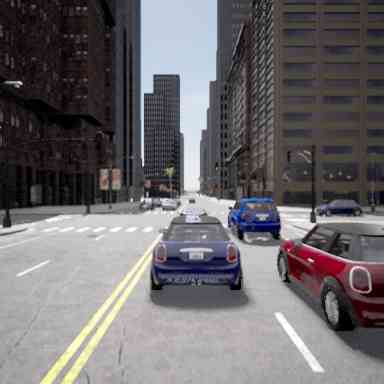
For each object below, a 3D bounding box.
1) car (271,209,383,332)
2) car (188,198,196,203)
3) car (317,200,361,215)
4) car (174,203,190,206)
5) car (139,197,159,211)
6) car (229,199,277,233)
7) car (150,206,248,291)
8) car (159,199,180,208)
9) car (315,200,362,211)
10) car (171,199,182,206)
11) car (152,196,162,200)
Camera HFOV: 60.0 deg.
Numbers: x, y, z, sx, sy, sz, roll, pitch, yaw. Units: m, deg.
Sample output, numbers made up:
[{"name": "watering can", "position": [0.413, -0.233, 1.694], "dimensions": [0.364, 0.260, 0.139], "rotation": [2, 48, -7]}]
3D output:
[{"name": "car", "position": [3.348, 1.422, 7.120], "dimensions": [2.097, 1.767, 4.553], "rotation": [0, -1, 0]}, {"name": "car", "position": [0.020, 2.380, 90.469], "dimensions": [1.837, 1.490, 4.892], "rotation": [0, -1, 0]}, {"name": "car", "position": [16.687, 1.711, 37.810], "dimensions": [4.097, 1.590, 1.967], "rotation": [0, 0, 0]}, {"name": "car", "position": [0.102, 1.690, 20.908], "dimensions": [2.128, 1.511, 4.902], "rotation": [0, -1, 0]}, {"name": "car", "position": [-6.584, 1.959, 49.120], "dimensions": [2.128, 1.511, 4.902], "rotation": [0, -1, 0]}, {"name": "car", "position": [3.345, 1.399, 18.637], "dimensions": [2.150, 2.045, 5.566], "rotation": [0, 0, -1]}, {"name": "car", "position": [0.098, 1.443, 9.424], "dimensions": [2.097, 1.767, 4.553], "rotation": [0, -1, 0]}, {"name": "car", "position": [-3.334, 2.074, 49.766], "dimensions": [1.895, 1.301, 4.718], "rotation": [0, -1, 3]}, {"name": "car", "position": [15.361, 1.637, 35.110], "dimensions": [4.553, 1.767, 2.097], "rotation": [0, 0, -1]}, {"name": "car", "position": [-3.234, 2.218, 68.994], "dimensions": [1.994, 1.385, 4.181], "rotation": [0, -1, 0]}, {"name": "car", "position": [-6.552, 1.921, 59.580], "dimensions": [2.097, 1.767, 4.553], "rotation": [0, -1, 0]}]
